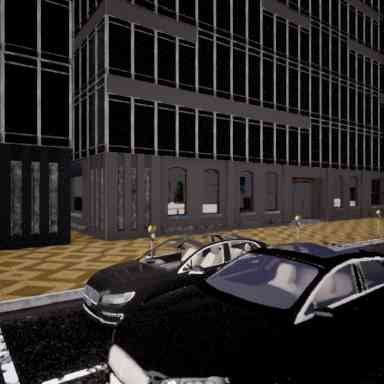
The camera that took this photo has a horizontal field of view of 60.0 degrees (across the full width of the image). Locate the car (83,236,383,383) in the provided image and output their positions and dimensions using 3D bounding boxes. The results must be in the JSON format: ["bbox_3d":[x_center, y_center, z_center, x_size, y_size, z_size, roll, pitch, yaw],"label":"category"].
[{"bbox_3d":[1.358,1.491,4.346,4.902,1.511,2.128,0,0,-35],"label":"car"}]

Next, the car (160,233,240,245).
[{"bbox_3d":[0.113,1.551,6.639,4.403,1.369,2.008,0,0,-35],"label":"car"}]
